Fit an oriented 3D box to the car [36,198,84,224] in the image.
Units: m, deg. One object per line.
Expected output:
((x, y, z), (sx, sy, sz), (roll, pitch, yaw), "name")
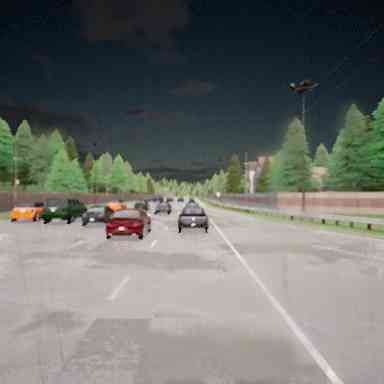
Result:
((-10.431, 1.489, 27.647), (2.150, 2.045, 5.566), (0, -1, 0), "car")

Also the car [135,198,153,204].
((-6.951, 1.952, 46.332), (1.837, 1.490, 4.892), (0, -1, 0), "car")

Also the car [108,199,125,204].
((-10.451, 1.796, 46.025), (2.097, 1.767, 4.553), (0, -1, 0), "car")

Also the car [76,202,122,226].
((-6.943, 1.771, 25.354), (1.812, 1.442, 4.674), (0, -1, 0), "car")

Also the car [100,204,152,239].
((-3.421, 1.658, 18.636), (1.882, 1.535, 5.008), (0, -1, 0), "car")

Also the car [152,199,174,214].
((-3.445, 1.941, 40.742), (2.033, 1.411, 5.357), (0, -1, 0), "car")

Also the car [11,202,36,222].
((-13.932, 1.638, 29.472), (2.097, 1.767, 4.553), (0, -1, 0), "car")

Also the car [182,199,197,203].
((0.055, 1.941, 40.828), (2.033, 1.411, 5.357), (0, -1, 0), "car")

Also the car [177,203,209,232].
((0.077, 1.699, 21.487), (2.128, 1.511, 4.902), (0, -1, 0), "car")
